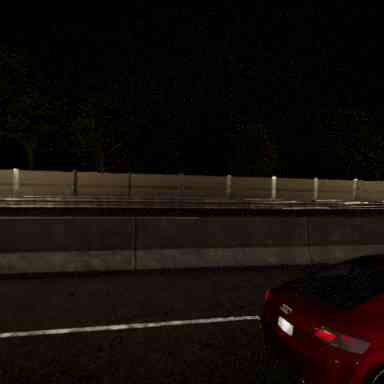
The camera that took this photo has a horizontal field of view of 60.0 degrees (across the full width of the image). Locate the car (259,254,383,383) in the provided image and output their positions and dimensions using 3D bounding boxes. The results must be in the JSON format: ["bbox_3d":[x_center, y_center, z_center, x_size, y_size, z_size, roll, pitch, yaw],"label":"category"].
[{"bbox_3d":[3.036,1.558,4.318,4.181,1.385,1.994,1,1,-13],"label":"car"}]
